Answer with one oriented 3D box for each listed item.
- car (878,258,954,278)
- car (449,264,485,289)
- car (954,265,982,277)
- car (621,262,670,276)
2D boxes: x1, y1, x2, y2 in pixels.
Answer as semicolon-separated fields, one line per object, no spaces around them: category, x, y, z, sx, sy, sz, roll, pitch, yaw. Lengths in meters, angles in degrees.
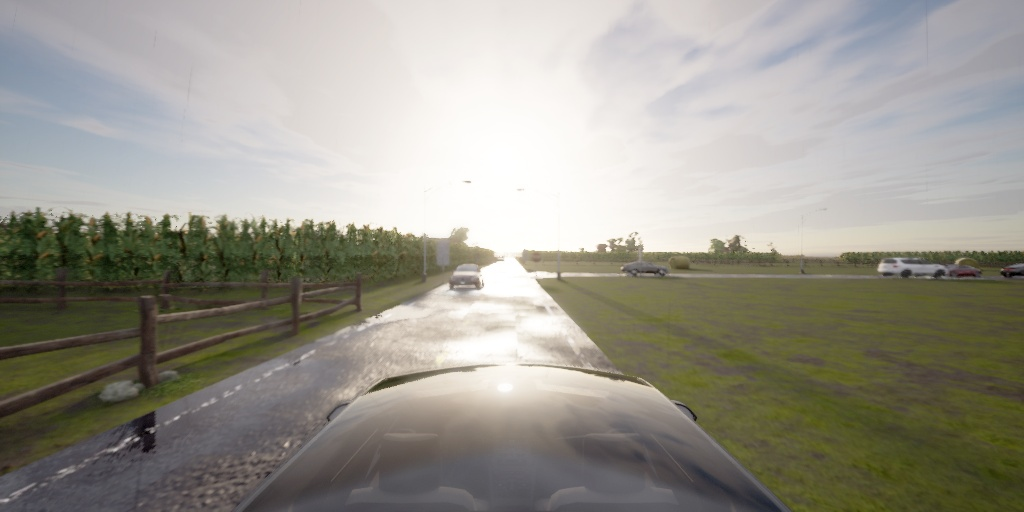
car;41.659;1.257;37.362;5.566;2.045;2.150;0;0;2
car;-2.794;1.269;22.871;1.812;1.442;4.674;0;0;1
car;49.314;1.655;39.980;4.181;1.385;1.994;0;0;1
car;14.068;1.334;37.948;4.902;1.511;2.128;0;0;1
